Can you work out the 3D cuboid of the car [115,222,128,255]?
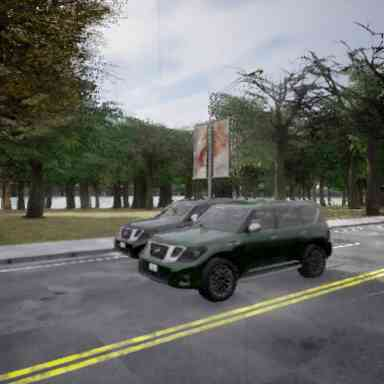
[{"bbox_3d":[0.119,1.277,11.799,5.566,2.045,2.150,0,0,-36],"label":"car"}]

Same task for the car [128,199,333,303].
[{"bbox_3d":[1.413,1.264,8.724,5.566,2.045,2.150,0,0,-36],"label":"car"}]
